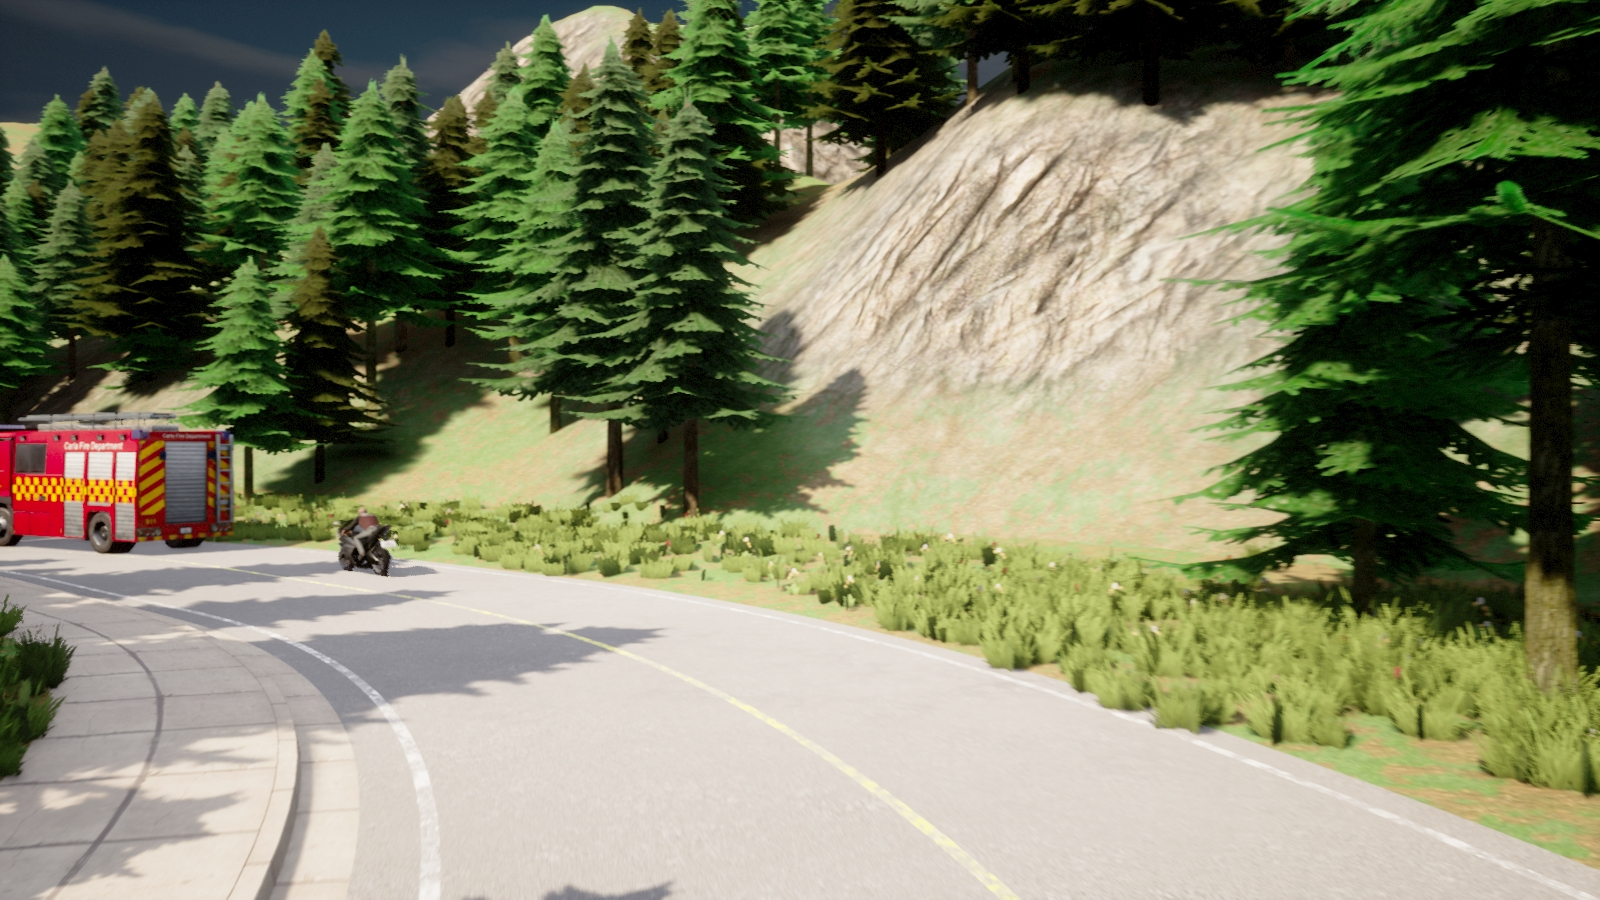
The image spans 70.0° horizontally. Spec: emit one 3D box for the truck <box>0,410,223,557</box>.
[{"bbox_3d":[-20.729,0.874,33.054,8.468,3.827,2.891,0,0,28],"label":"truck"}]

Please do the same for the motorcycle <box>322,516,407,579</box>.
[{"bbox_3d":[-9.896,2.182,25.915,2.209,1.251,0.867,0,0,41],"label":"motorcycle"}]
